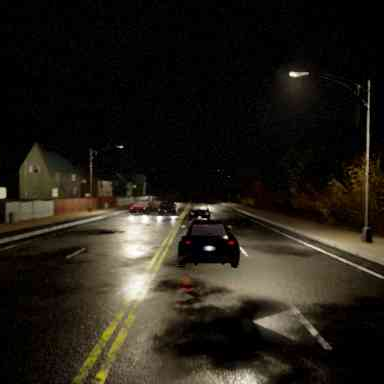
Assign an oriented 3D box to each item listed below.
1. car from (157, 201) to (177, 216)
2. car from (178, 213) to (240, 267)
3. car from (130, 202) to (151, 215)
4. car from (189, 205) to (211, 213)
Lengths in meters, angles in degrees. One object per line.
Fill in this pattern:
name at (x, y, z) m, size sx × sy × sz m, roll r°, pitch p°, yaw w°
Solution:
car at (-2.732, 1.815, 37.292) m, size 1.837 × 1.490 × 4.892 m, roll 0°, pitch -1°, yaw 0°
car at (0.537, 1.680, 11.969) m, size 1.994 × 1.385 × 4.181 m, roll 0°, pitch -1°, yaw 0°
car at (-5.974, 1.901, 38.849) m, size 1.895 × 1.301 × 4.718 m, roll 0°, pitch 0°, yaw 0°
car at (0.660, 1.875, 30.142) m, size 1.895 × 1.301 × 4.718 m, roll 0°, pitch 0°, yaw 0°
